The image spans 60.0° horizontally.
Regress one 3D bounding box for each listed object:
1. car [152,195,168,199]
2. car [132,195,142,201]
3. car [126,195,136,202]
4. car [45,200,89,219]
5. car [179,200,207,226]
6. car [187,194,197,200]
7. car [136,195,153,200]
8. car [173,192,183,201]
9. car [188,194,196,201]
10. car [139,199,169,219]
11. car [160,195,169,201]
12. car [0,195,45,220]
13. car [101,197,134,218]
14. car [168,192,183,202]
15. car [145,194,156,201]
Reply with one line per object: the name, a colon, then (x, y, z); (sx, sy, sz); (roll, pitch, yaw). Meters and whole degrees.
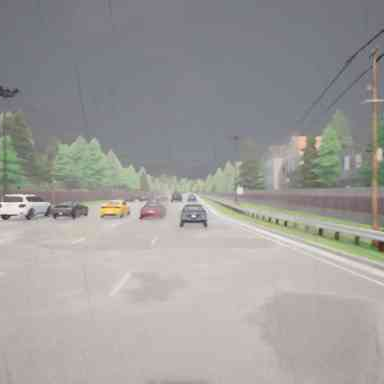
car: (-6.983, 1.553, 73.932); (2.128, 1.511, 4.902); (0, 0, 0)
car: (-13.981, 1.398, 84.354); (1.812, 1.442, 4.674); (0, 0, 0)
car: (-13.983, 1.568, 73.933); (2.033, 1.411, 5.357); (0, 0, 0)
car: (-10.393, 1.506, 28.768); (2.128, 1.511, 4.902); (0, 0, 0)
car: (0.106, 1.559, 23.357); (2.033, 1.411, 5.357); (0, 0, 0)
car: (0.017, 1.384, 74.317); (2.097, 1.767, 4.553); (0, 0, 0)
car: (-10.483, 1.384, 74.319); (2.097, 1.767, 4.553); (0, 0, 0)
car: (-3.481, 1.099, 84.381); (2.150, 2.045, 5.566); (0, 0, 0)
car: (0.019, 1.373, 84.350); (1.837, 1.490, 4.892); (0, 0, 0)
car: (-3.393, 1.579, 29.498); (1.994, 1.385, 4.181); (0, 0, 0)
car: (-6.981, 1.469, 84.382); (1.895, 1.301, 4.718); (0, 0, 0)
car: (-13.893, 1.236, 28.109); (2.150, 2.045, 5.566); (0, 0, 0)
car: (-6.892, 1.493, 30.409); (1.882, 1.535, 5.008); (0, 0, 0)
car: (-3.483, 1.253, 73.961); (2.150, 2.045, 5.566); (0, 0, 0)
car: (-10.481, 1.399, 84.353); (2.128, 1.511, 4.902); (0, 0, 0)
